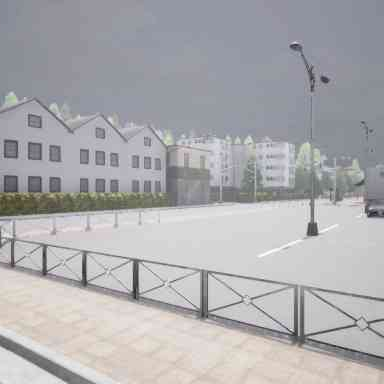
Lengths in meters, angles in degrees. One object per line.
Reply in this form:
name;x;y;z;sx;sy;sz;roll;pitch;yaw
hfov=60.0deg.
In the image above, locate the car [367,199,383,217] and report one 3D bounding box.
car;15.406;1.298;26.817;2.007;1.523;4.514;0;0;35
